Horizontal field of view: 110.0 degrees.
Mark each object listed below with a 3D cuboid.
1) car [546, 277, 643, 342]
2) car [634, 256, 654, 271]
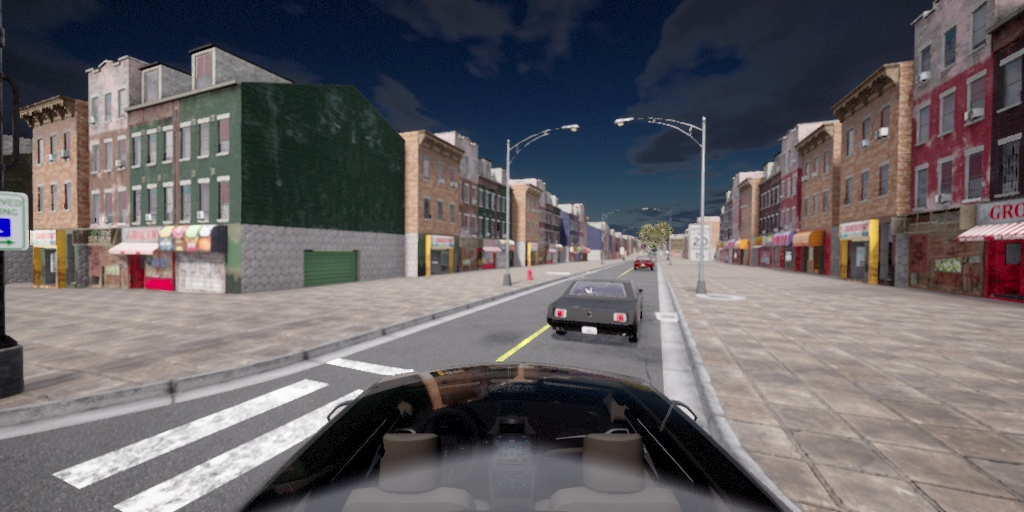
[{"bbox_3d":[2.431,1.210,9.436,1.895,1.301,4.718,1,1,22],"label":"car"},{"bbox_3d":[14.303,0.743,38.830,1.882,1.535,5.008,1,1,22],"label":"car"}]
